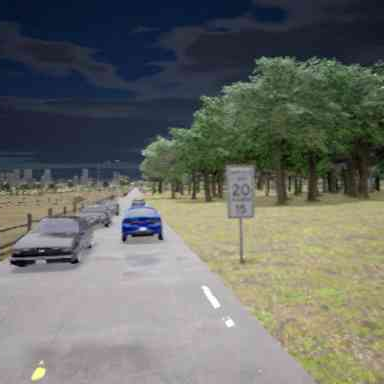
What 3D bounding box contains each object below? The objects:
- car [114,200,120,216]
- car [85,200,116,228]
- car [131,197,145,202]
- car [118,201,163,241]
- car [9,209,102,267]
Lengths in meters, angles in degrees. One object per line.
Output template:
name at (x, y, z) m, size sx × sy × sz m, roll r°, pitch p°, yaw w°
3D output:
car at (-8.203, 1.546, 33.293) m, size 2.128 × 1.511 × 4.902 m, roll -1°, pitch 0°, yaw -9°
car at (-6.468, 1.563, 22.589) m, size 1.837 × 1.490 × 4.892 m, roll -1°, pitch 0°, yaw -9°
car at (-7.493, 1.476, 46.754) m, size 2.128 × 1.511 × 4.902 m, roll -1°, pitch 0°, yaw -9°
car at (-2.559, 1.477, 16.999) m, size 1.882 × 1.535 × 5.008 m, roll -1°, pitch 0°, yaw -9°
car at (-4.729, 1.604, 12.073) m, size 2.033 × 1.411 × 5.357 m, roll -1°, pitch 0°, yaw -9°
